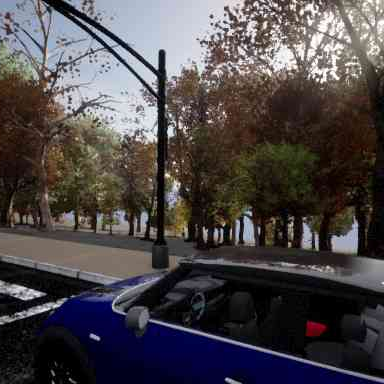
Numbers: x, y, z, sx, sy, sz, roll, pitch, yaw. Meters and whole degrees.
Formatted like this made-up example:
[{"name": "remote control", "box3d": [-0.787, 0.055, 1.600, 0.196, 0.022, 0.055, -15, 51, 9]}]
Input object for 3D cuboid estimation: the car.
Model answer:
[{"name": "car", "box3d": [0.452, 1.352, 3.337, 4.553, 1.767, 2.097, 0, 0, 34]}]
